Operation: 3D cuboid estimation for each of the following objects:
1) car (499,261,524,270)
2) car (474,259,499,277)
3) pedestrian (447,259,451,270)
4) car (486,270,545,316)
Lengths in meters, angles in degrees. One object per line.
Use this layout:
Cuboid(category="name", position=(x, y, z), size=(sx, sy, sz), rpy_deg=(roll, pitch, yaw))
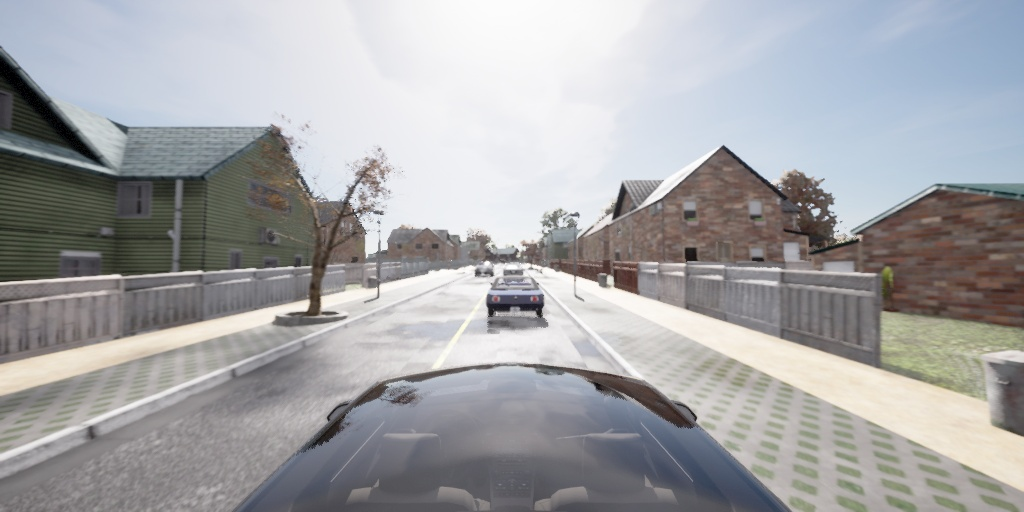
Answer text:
Cuboid(category="car", position=(0.109, 1.368, 31.475), size=(2.033, 1.411, 5.357), rpy_deg=(0, 0, 0))
Cuboid(category="car", position=(-2.786, 1.335, 37.213), size=(2.128, 1.511, 4.902), rpy_deg=(0, 0, 1))
Cuboid(category="pedestrian", position=(-9.893, 1.362, 56.223), size=(0.375, 1.860, 0.375), rpy_deg=(0, -2, 5))
Cuboid(category="car", position=(0.103, 1.372, 13.396), size=(1.895, 1.301, 4.718), rpy_deg=(0, 0, 0))
